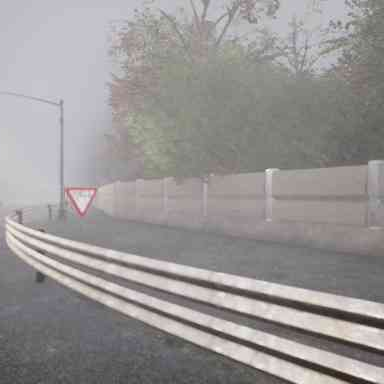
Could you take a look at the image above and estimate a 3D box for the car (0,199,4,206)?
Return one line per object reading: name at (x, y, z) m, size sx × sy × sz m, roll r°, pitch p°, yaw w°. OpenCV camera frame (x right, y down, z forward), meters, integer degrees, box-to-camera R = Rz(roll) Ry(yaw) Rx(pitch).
car at (-37.477, 2.056, 64.237) m, size 1.895 × 1.301 × 4.718 m, roll 0°, pitch 0°, yaw -30°
